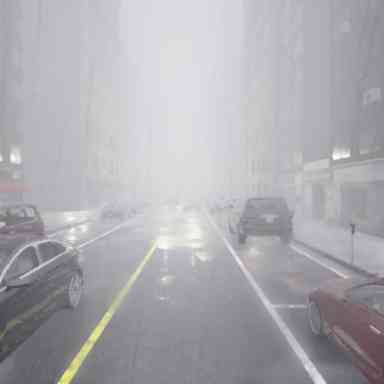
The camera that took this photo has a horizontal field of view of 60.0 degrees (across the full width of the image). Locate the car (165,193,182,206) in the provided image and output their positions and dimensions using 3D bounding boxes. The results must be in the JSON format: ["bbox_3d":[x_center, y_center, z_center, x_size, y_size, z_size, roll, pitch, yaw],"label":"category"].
[{"bbox_3d":[-3.008,1.277,51.758,1.882,1.535,5.008,0,0,0],"label":"car"}]

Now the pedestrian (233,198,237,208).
[{"bbox_3d":[2.528,1.217,18.618,0.375,1.860,0.375,0,0,-15],"label":"pedestrian"}]

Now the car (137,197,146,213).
[{"bbox_3d":[-5.862,1.416,31.631,1.887,1.381,4.507,0,0,0],"label":"car"}]

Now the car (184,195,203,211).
[{"bbox_3d":[0.060,1.374,37.655,1.812,1.442,4.674,0,0,1],"label":"car"}]

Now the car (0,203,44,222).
[{"bbox_3d":[-5.859,1.276,9.247,2.192,1.841,5.009,0,0,0],"label":"car"}]

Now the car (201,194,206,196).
[{"bbox_3d":[2.662,1.359,48.423,2.008,1.369,4.403,0,0,0],"label":"car"}]

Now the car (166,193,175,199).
[{"bbox_3d":[-5.699,1.103,88.775,1.967,1.590,4.097,0,0,0],"label":"car"}]

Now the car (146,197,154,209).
[{"bbox_3d":[-5.863,1.380,42.823,2.008,1.369,4.403,0,0,0],"label":"car"}]

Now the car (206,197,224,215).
[{"bbox_3d":[2.664,1.311,31.640,1.967,1.590,4.097,0,0,0],"label":"car"}]

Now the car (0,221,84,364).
[{"bbox_3d":[-3.102,1.470,4.917,2.128,1.511,4.902,0,0,0],"label":"car"}]

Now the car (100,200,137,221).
[{"bbox_3d":[-5.861,1.438,26.035,1.887,1.381,4.507,0,0,0],"label":"car"}]

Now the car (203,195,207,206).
[{"bbox_3d":[2.663,1.411,42.829,1.802,1.307,4.206,0,0,0],"label":"car"}]

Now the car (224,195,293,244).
[{"bbox_3d":[2.998,1.159,15.491,2.150,2.045,5.566,0,0,0],"label":"car"}]

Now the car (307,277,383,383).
[{"bbox_3d":[2.667,1.566,3.670,1.802,1.307,4.206,0,0,0],"label":"car"}]

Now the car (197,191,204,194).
[{"bbox_3d":[2.802,1.123,83.072,1.967,1.590,4.097,0,0,0],"label":"car"}]

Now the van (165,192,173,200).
[{"bbox_3d":[-5.724,1.024,83.106,1.690,1.788,3.998,0,0,0],"label":"van"}]
